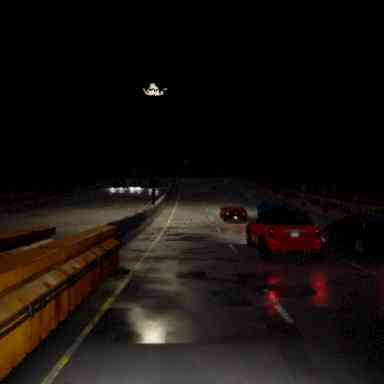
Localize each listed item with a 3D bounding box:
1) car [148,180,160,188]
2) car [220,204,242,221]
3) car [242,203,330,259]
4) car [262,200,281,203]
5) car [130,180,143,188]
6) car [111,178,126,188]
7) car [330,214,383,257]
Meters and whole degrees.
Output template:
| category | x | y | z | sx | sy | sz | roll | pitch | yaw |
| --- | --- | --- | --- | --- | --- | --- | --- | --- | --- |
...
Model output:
| category | x | y | z | sx | sy | sz | roll | pitch | yaw |
| --- | --- | --- | --- | --- | --- | --- | --- | --- | --- |
| car | -7.322 | -1.633 | 64.737 | 2.033 | 1.411 | 5.357 | 0 | 6 | 0 |
| car | 3.418 | 1.630 | 28.178 | 1.895 | 1.301 | 4.718 | 0 | 2 | 0 |
| car | 3.504 | 1.494 | 13.420 | 2.097 | 1.767 | 4.553 | 0 | -1 | 0 |
| car | 6.922 | 1.471 | 29.167 | 1.882 | 1.535 | 5.008 | 0 | 3 | 0 |
| car | -10.825 | -1.621 | 64.735 | 1.994 | 1.385 | 4.181 | 0 | 6 | 0 |
| car | -14.320 | -1.831 | 64.727 | 2.097 | 1.767 | 4.553 | 0 | 6 | 0 |
| car | 7.004 | 1.651 | 13.513 | 1.837 | 1.490 | 4.892 | 0 | 0 | 0 |
